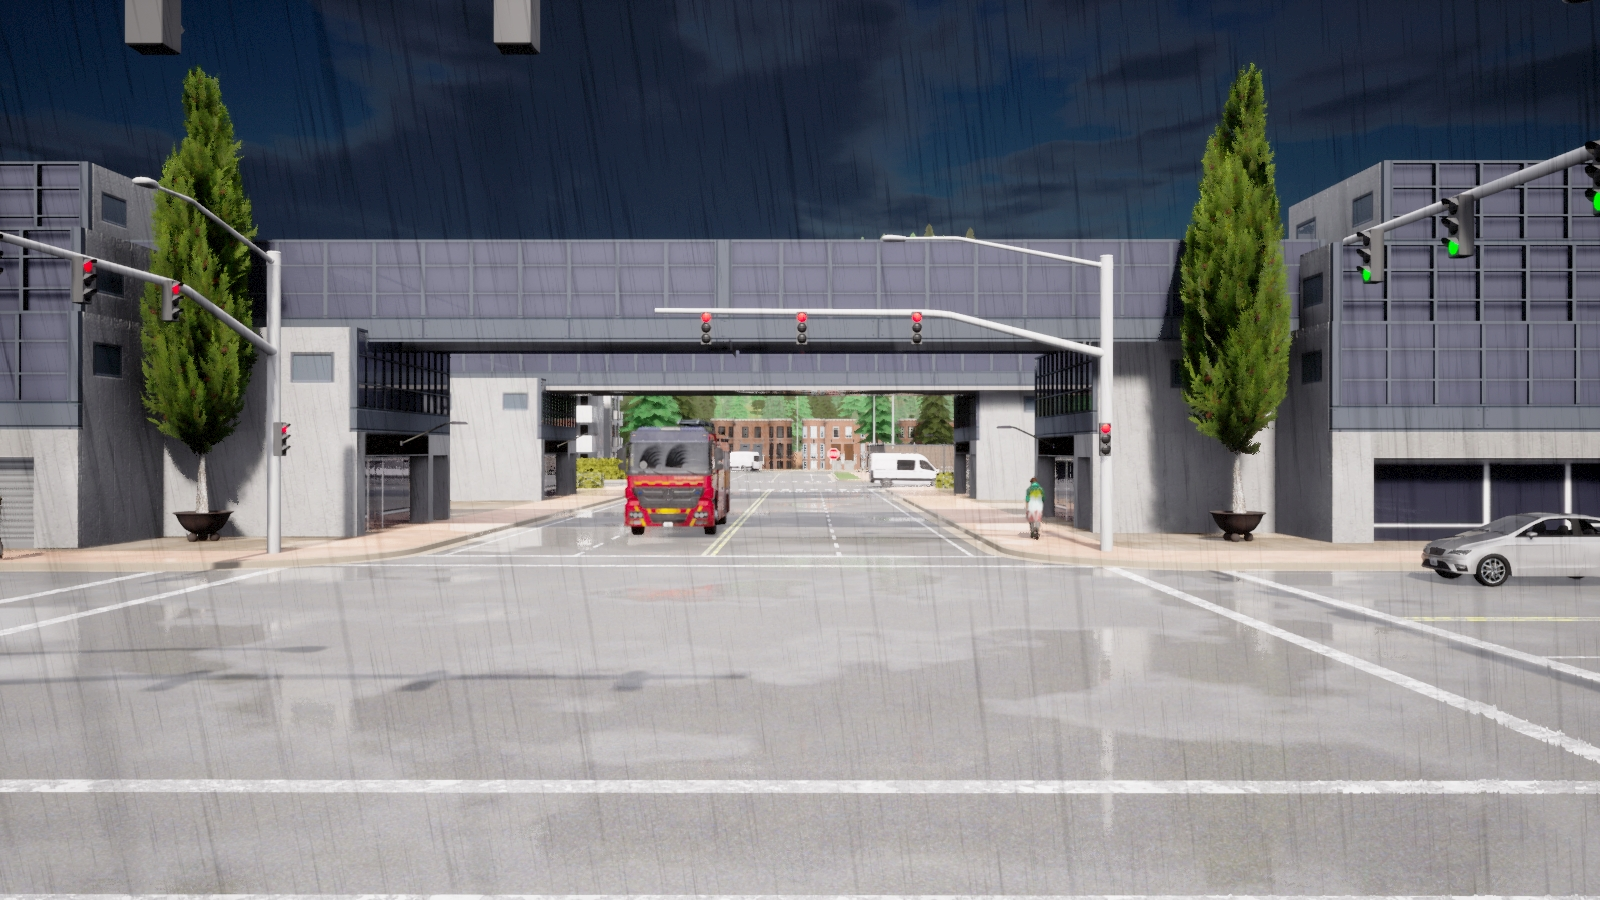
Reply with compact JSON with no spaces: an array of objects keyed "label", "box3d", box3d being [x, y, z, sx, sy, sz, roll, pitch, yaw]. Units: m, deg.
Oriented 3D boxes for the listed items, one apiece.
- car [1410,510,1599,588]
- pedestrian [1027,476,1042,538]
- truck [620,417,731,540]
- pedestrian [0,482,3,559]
[{"label":"car","box3d":[15.490,2.066,24.189,4.193,1.474,1.816,0,0,0]},{"label":"pedestrian","box3d":[7.016,1.698,34.180,0.375,1.860,0.375,0,0,2]},{"label":"truck","box3d":[-4.133,0.890,39.815,2.891,3.827,8.468,0,0,0]},{"label":"pedestrian","box3d":[-19.403,1.696,27.362,0.375,1.860,0.375,0,0,7]}]
